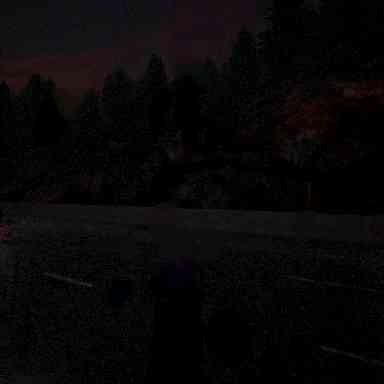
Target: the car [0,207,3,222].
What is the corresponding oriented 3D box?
[{"bbox_3d":[-15.701,1.447,24.365,4.902,1.511,2.128,0,0,36],"label":"car"}]
